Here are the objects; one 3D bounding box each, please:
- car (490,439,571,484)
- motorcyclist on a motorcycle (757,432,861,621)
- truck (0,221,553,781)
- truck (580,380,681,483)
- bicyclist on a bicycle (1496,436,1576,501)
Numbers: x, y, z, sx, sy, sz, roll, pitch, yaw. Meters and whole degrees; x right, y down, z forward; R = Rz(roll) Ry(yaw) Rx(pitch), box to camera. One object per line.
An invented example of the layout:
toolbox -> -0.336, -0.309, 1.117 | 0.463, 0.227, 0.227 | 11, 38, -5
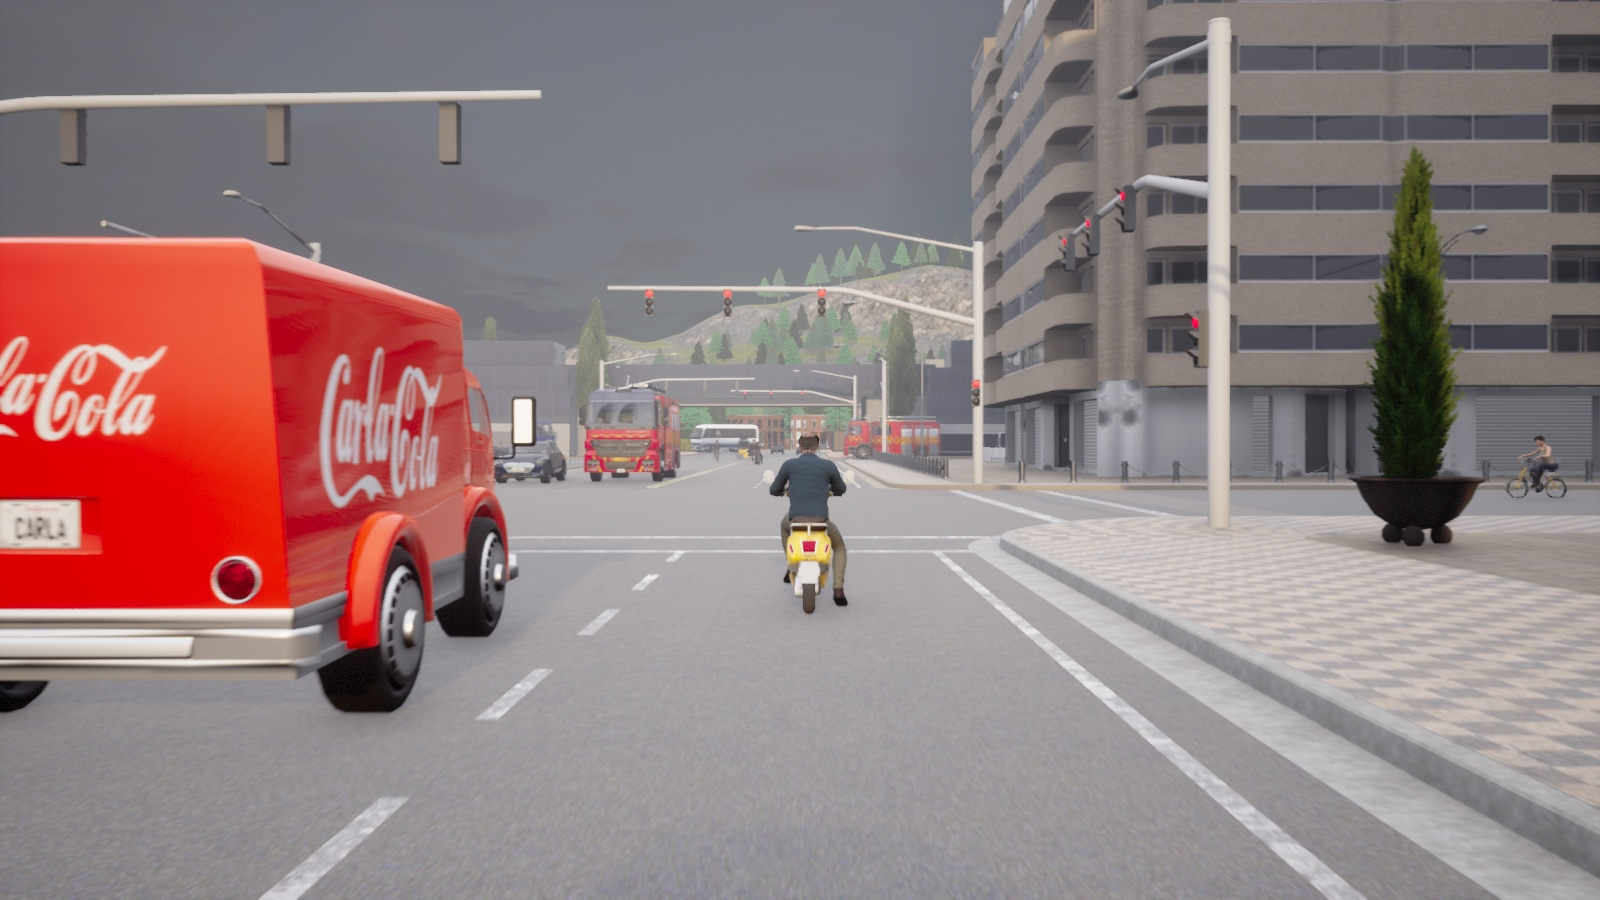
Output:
car -> -10.212, 0.398, 47.934 | 2.033, 1.649, 4.856 | 0, 0, 0
motorcyclist on a motorcycle -> 0.080, 0.635, 11.458 | 0.866, 1.590, 1.817 | 0, 0, 0
truck -> -3.438, 0.211, 8.137 | 2.627, 2.467, 5.204 | 0, 0, 0
truck -> -6.694, -0.711, 50.934 | 2.891, 3.827, 8.468 | 0, 0, 0
bicyclist on a bicycle -> 18.477, 0.465, 31.559 | 1.509, 1.612, 0.866 | 0, 0, 1
